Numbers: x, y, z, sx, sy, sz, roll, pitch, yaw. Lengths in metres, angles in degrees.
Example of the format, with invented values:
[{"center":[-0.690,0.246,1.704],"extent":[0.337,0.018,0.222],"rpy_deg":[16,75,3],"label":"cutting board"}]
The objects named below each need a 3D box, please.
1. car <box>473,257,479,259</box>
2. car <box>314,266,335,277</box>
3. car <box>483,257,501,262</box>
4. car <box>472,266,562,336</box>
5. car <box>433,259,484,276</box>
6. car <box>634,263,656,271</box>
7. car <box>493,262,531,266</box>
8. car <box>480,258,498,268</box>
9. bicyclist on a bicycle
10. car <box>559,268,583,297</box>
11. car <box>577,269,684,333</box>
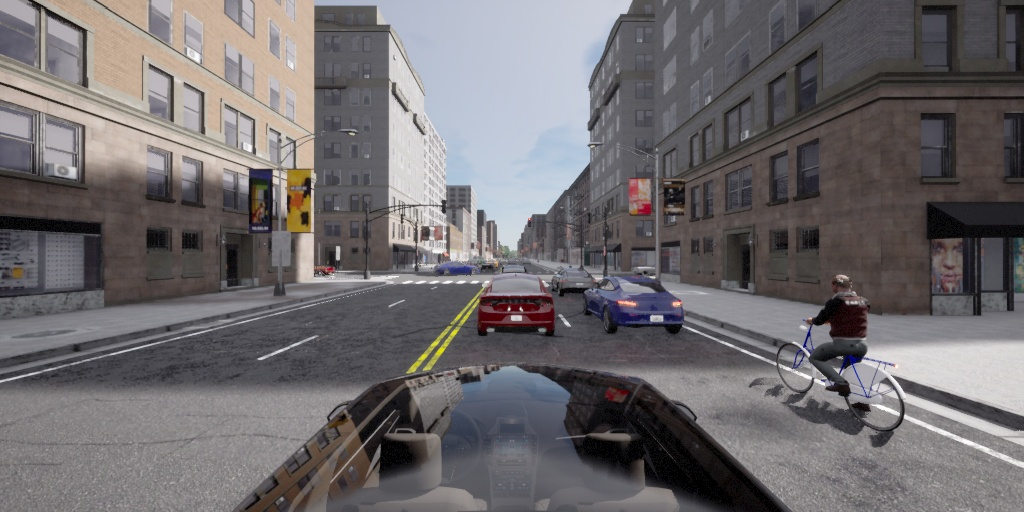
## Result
[{"center":[-6.591,1.274,59.458],"extent":[1.837,1.490,4.892],"rpy_deg":[0,0,0],"label":"car"},{"center":[-19.600,1.335,34.321],"extent":[4.718,1.301,1.895],"rpy_deg":[0,0,-1],"label":"car"},{"center":[-3.338,1.247,59.796],"extent":[1.882,1.535,5.008],"rpy_deg":[0,0,0],"label":"car"},{"center":[0.101,1.229,10.437],"extent":[1.882,1.535,5.008],"rpy_deg":[0,0,0],"label":"car"},{"center":[-5.671,1.287,36.632],"extent":[4.674,1.442,1.812],"rpy_deg":[0,0,-27],"label":"car"},{"center":[15.048,1.410,37.146],"extent":[4.718,1.301,1.895],"rpy_deg":[0,0,1],"label":"car"},{"center":[0.100,1.259,19.920],"extent":[1.837,1.490,4.892],"rpy_deg":[0,0,0],"label":"car"},{"center":[-3.348,1.368,50.404],"extent":[1.895,1.301,4.718],"rpy_deg":[0,0,0],"label":"car"},{"center":[4.146,1.121,4.714],"extent":[0.659,1.776,1.843],"rpy_deg":[0,0,0],"label":"bicyclist on a bicycle"},{"center":[3.249,1.317,19.173],"extent":[1.994,1.385,4.181],"rpy_deg":[0,0,0],"label":"car"},{"center":[3.345,1.277,10.573],"extent":[1.812,1.442,4.674],"rpy_deg":[0,0,0],"label":"car"}]
